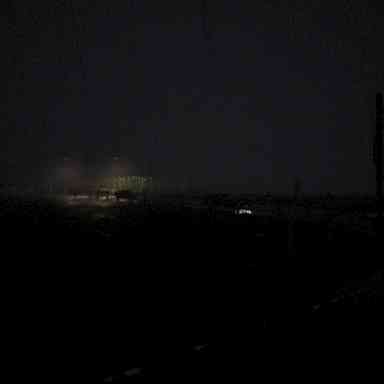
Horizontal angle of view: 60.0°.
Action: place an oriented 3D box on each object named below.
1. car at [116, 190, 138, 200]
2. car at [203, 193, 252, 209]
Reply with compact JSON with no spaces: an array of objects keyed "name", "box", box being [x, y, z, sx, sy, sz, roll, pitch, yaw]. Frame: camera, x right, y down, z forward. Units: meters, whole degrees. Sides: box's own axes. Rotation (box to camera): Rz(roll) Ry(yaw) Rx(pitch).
[{"name":"car","box":[-9.887,0.377,50.156,1.812,1.442,4.674,-1,1,-35]},{"name":"car","box":[3.220,0.808,31.606,2.033,1.411,5.357,-1,1,-35]}]
